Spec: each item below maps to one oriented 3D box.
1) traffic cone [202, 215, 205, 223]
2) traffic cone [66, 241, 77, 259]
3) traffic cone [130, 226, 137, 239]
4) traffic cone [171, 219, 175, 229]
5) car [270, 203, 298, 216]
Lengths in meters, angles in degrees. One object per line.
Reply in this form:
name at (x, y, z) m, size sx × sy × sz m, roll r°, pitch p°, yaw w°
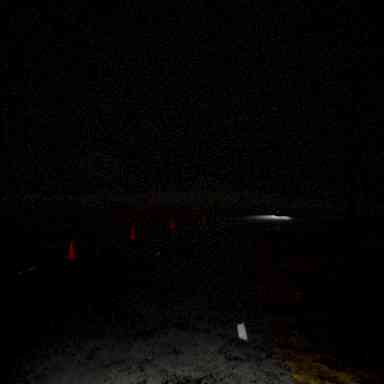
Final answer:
traffic cone at (0.934, 2.117, 26.407) m, size 0.340 × 0.580 × 0.340 m, roll 0°, pitch -1°, yaw 27°
traffic cone at (-4.160, 1.982, 11.498) m, size 0.340 × 0.580 × 0.340 m, roll 0°, pitch 0°, yaw 10°
traffic cone at (-2.963, 2.015, 16.630) m, size 0.340 × 0.580 × 0.340 m, roll 0°, pitch 0°, yaw 16°
traffic cone at (-1.259, 2.060, 21.616) m, size 0.340 × 0.580 × 0.340 m, roll 0°, pitch 0°, yaw 22°
car at (10.222, 1.928, 36.783) m, size 1.994 × 1.385 × 4.181 m, roll 1°, pitch -1°, yaw 34°
